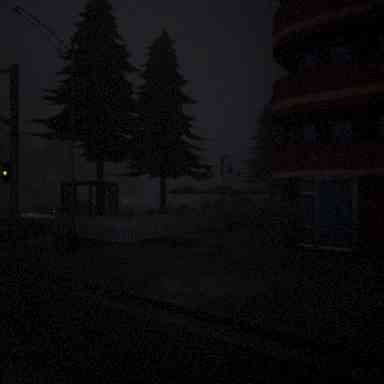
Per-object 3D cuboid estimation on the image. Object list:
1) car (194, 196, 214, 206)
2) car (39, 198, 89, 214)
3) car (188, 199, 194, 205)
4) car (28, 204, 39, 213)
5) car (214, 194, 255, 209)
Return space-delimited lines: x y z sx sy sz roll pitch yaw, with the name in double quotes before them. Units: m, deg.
"car" 2.985 1.460 49.792 4.181 1.385 1.994 0 0 -37
"car" -11.834 1.393 32.472 1.837 1.490 4.892 0 1 36
"car" 1.562 1.382 53.110 4.902 1.511 2.128 0 0 -36
"car" -14.272 1.433 35.108 2.033 1.411 5.357 0 0 36
"car" 5.847 1.131 42.983 5.566 2.045 2.150 0 0 -43
